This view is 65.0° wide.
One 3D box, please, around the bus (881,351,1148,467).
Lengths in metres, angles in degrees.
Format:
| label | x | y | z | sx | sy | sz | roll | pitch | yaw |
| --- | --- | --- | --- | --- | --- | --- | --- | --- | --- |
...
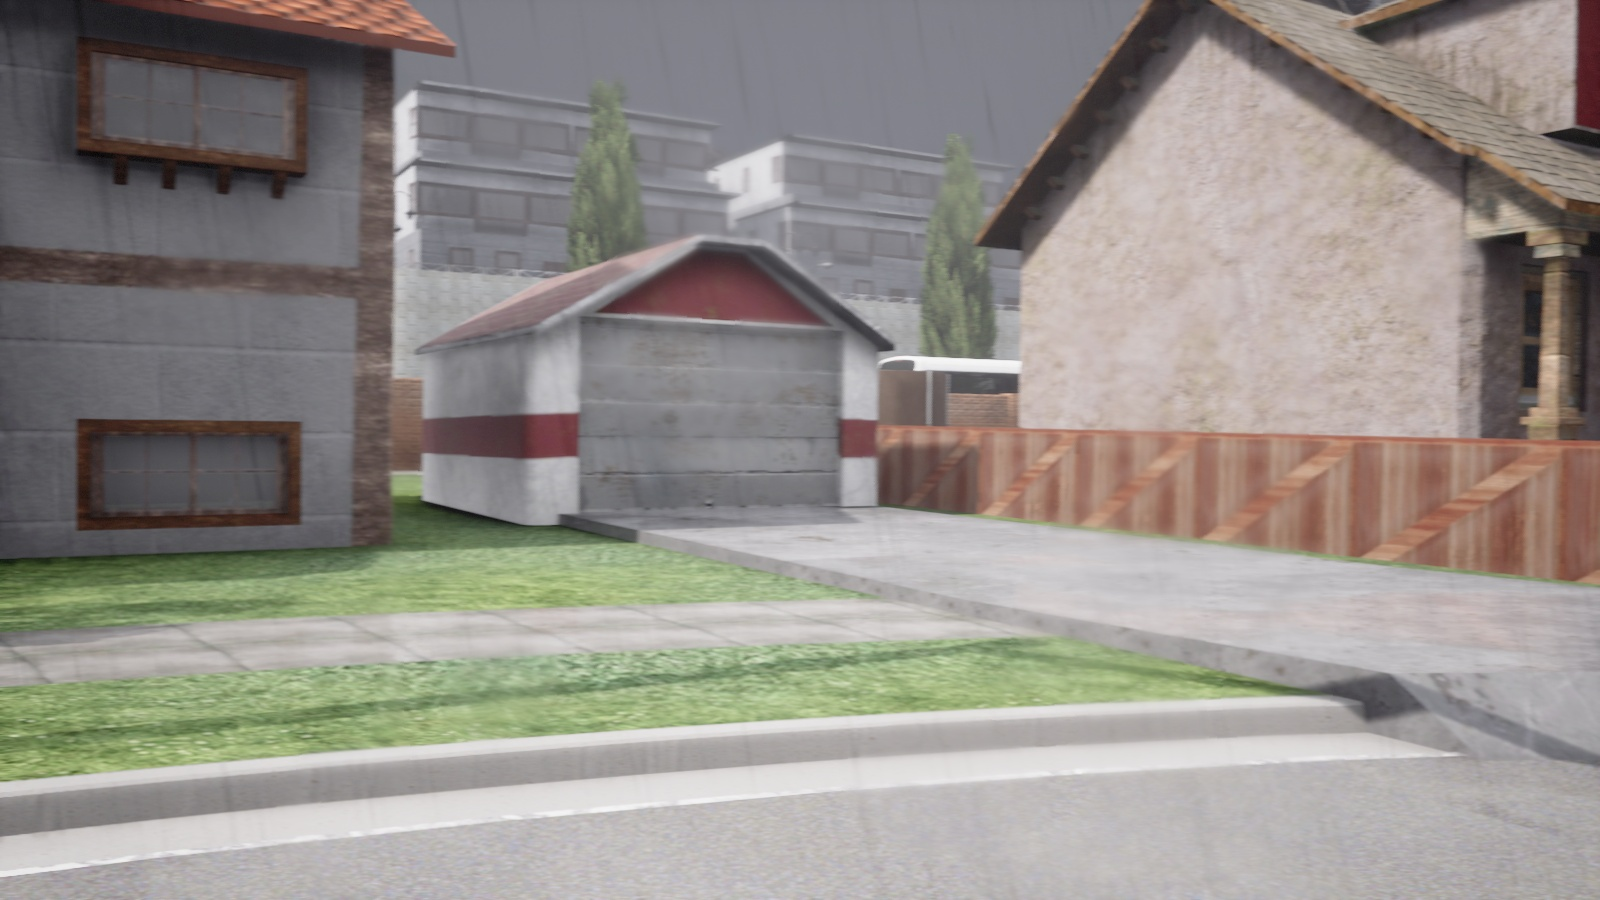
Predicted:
| label | x | y | z | sx | sy | sz | roll | pitch | yaw |
| --- | --- | --- | --- | --- | --- | --- | --- | --- | --- |
| bus | 8.663 | -1.609 | 50.264 | 10.273 | 4.253 | 3.944 | -1 | 1 | -29 |
